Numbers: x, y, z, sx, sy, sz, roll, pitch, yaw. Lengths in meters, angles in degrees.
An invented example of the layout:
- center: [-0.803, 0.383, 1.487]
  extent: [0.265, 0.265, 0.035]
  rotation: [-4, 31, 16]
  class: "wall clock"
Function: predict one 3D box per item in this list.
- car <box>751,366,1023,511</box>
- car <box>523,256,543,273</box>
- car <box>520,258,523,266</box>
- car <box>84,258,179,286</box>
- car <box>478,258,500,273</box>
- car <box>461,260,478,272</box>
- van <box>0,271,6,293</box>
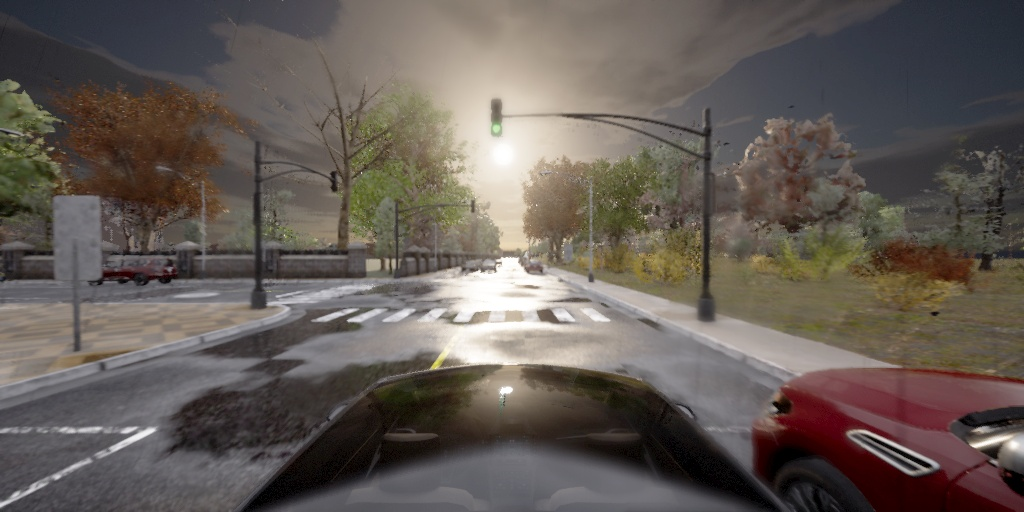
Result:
- center: [2.694, 1.066, 0.400]
  extent: [2.192, 1.841, 5.009]
  rotation: [0, 0, 0]
  class: "car"
- center: [2.623, 1.160, 42.335]
  extent: [1.967, 1.591, 4.097]
  rotation: [0, 0, 0]
  class: "car"
- center: [2.569, 1.260, 51.036]
  extent: [1.888, 1.381, 4.507]
  rotation: [0, 0, 0]
  class: "car"
- center: [-25.671, 1.041, 24.336]
  extent: [5.009, 1.841, 2.192]
  rotation: [0, 0, -1]
  class: "car"
- center: [-2.745, 1.254, 43.546]
  extent: [1.812, 1.442, 4.674]
  rotation: [0, 0, 0]
  class: "car"
- center: [-5.315, 1.284, 45.352]
  extent: [1.948, 1.339, 4.313]
  rotation: [0, 0, 0]
  class: "car"
- center: [-25.821, 1.178, 16.163]
  extent: [3.998, 1.789, 1.690]
  rotation: [0, 0, -1]
  class: "van"
